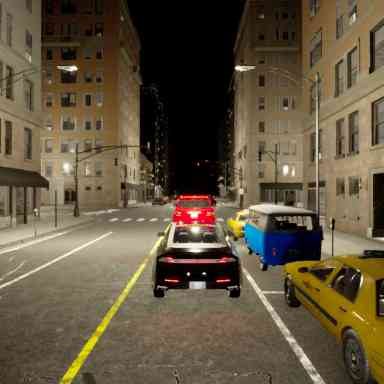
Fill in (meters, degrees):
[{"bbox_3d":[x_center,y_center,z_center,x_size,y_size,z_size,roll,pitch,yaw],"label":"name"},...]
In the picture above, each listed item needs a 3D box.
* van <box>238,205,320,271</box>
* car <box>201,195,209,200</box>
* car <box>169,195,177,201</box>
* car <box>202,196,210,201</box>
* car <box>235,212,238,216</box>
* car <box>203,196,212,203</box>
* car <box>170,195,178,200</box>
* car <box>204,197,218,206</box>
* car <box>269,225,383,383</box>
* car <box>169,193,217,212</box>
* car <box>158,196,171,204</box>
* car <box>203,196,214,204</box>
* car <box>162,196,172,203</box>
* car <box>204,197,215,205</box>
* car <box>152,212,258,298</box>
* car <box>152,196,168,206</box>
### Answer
[{"bbox_3d":[2.686,1.343,10.584,1.690,1.788,3.998,1,0,0],"label":"van"},{"bbox_3d":[3.558,1.547,92.632,2.008,1.369,4.403,1,0,1],"label":"car"},{"bbox_3d":[-5.043,1.525,87.035,1.752,1.417,4.829,1,0,1],"label":"car"},{"bbox_3d":[3.408,1.565,81.572,1.947,1.339,4.313,1,0,1],"label":"car"},{"bbox_3d":[2.689,1.528,16.427,1.752,1.417,4.829,1,0,0],"label":"car"},{"bbox_3d":[3.258,1.546,70.511,1.887,1.381,4.507,1,0,1],"label":"car"},{"bbox_3d":[-4.966,1.563,92.734,1.947,1.339,4.313,1,0,1],"label":"car"},{"bbox_3d":[3.033,1.570,53.921,1.947,1.339,4.313,1,0,1],"label":"car"},{"bbox_3d":[2.679,1.526,5.080,1.752,1.417,4.829,1,0,0],"label":"car"},{"bbox_3d":[0.115,1.225,18.699,2.150,2.045,5.566,0,0,0],"label":"car"},{"bbox_3d":[-5.342,1.554,65.090,2.008,1.369,4.403,1,0,1],"label":"car"},{"bbox_3d":[3.183,1.553,64.981,2.008,1.369,4.403,1,0,1],"label":"car"},{"bbox_3d":[-5.266,1.548,70.619,1.887,1.381,4.507,1,0,1],"label":"car"},{"bbox_3d":[3.108,1.548,59.451,1.887,1.381,4.507,1,0,1],"label":"car"},{"bbox_3d":[0.105,1.493,8.513,2.128,1.511,4.902,0,0,0],"label":"car"},{"bbox_3d":[-5.492,1.587,54.032,1.802,1.307,4.206,1,0,1],"label":"car"}]
